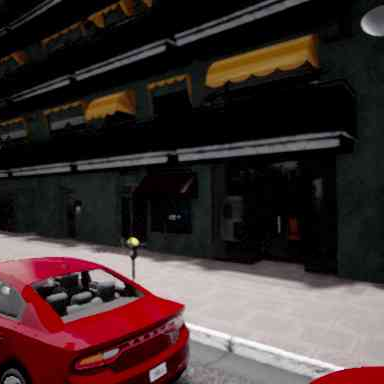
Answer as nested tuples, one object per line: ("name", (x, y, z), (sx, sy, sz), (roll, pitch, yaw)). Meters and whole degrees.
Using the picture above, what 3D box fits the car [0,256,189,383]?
("car", (-2.132, 1.546, 4.411), (4.507, 1.381, 1.887), (0, -1, 36))

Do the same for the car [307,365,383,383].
("car", (2.505, 1.545, 1.104), (4.507, 1.381, 1.887), (0, -1, 36))
